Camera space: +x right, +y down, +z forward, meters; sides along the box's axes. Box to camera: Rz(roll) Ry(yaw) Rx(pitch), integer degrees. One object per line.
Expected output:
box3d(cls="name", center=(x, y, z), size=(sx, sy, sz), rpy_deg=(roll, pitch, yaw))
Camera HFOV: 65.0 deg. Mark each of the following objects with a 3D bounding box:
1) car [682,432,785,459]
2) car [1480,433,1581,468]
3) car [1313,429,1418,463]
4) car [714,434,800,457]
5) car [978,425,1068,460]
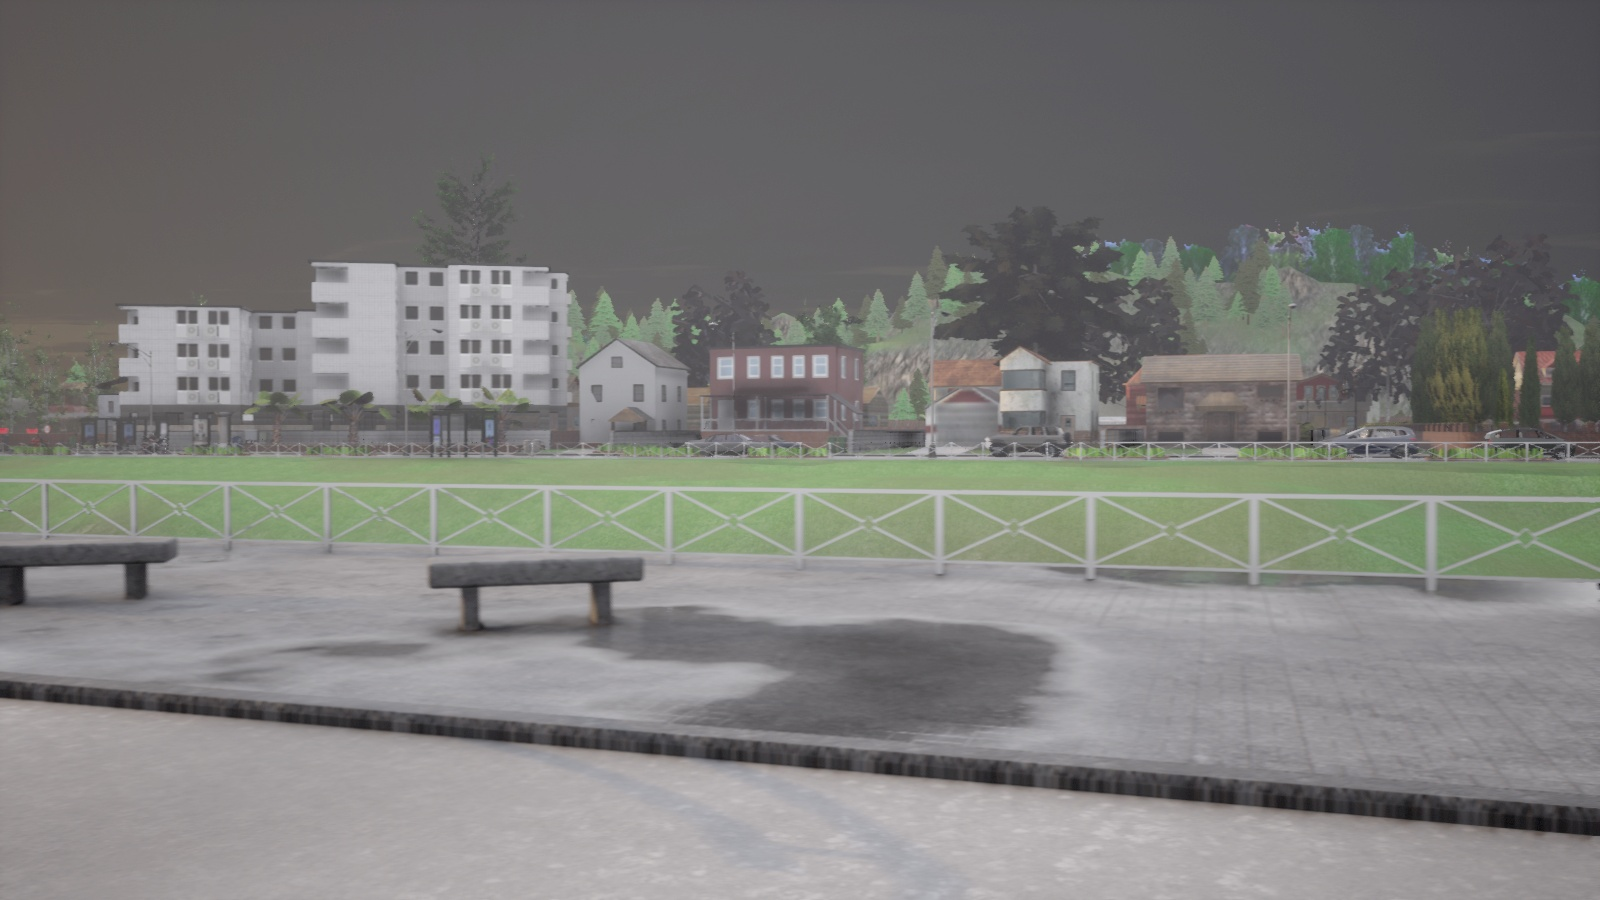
box3d(cls="car", center=(-3.701, -0.262, 70.056), size=(5.357, 1.411, 2.033), rpy_deg=(1, 1, 19))
box3d(cls="car", center=(33.406, 0.009, 57.562), size=(3.705, 1.549, 1.789), rpy_deg=(0, 1, 19))
box3d(cls="car", center=(28.495, -0.238, 63.434), size=(4.611, 1.667, 2.242), rpy_deg=(1, 1, 19))
box3d(cls="car", center=(-2.524, -0.266, 73.881), size=(4.718, 1.301, 1.895), rpy_deg=(1, 1, 19))
box3d(cls="car", center=(12.260, -0.414, 68.900), size=(4.605, 1.855, 1.932), rpy_deg=(1, 1, 19))
